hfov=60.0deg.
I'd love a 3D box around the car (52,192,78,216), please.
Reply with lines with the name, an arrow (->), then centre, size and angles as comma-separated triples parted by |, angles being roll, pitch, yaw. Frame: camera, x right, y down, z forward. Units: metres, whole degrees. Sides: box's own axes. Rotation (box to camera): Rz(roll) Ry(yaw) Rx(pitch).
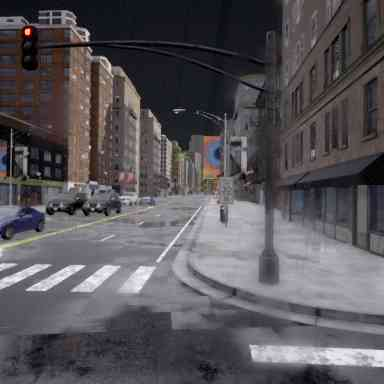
car -> -11.313, 1.050, 30.766 | 2.150, 2.045, 5.566 | 1, 0, 4

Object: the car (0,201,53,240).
car -> -8.964, 1.413, 16.460 | 1.812, 1.442, 4.674 | 1, 0, 2

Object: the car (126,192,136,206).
car -> -9.936, 1.030, 51.128 | 2.150, 2.045, 5.566 | 1, 0, 4

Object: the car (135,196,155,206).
car -> -6.750, 1.377, 50.154 | 1.812, 1.442, 4.674 | 1, 0, 4

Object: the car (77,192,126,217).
car -> -8.081, 1.085, 30.486 | 2.150, 2.045, 5.566 | 1, 0, 4
